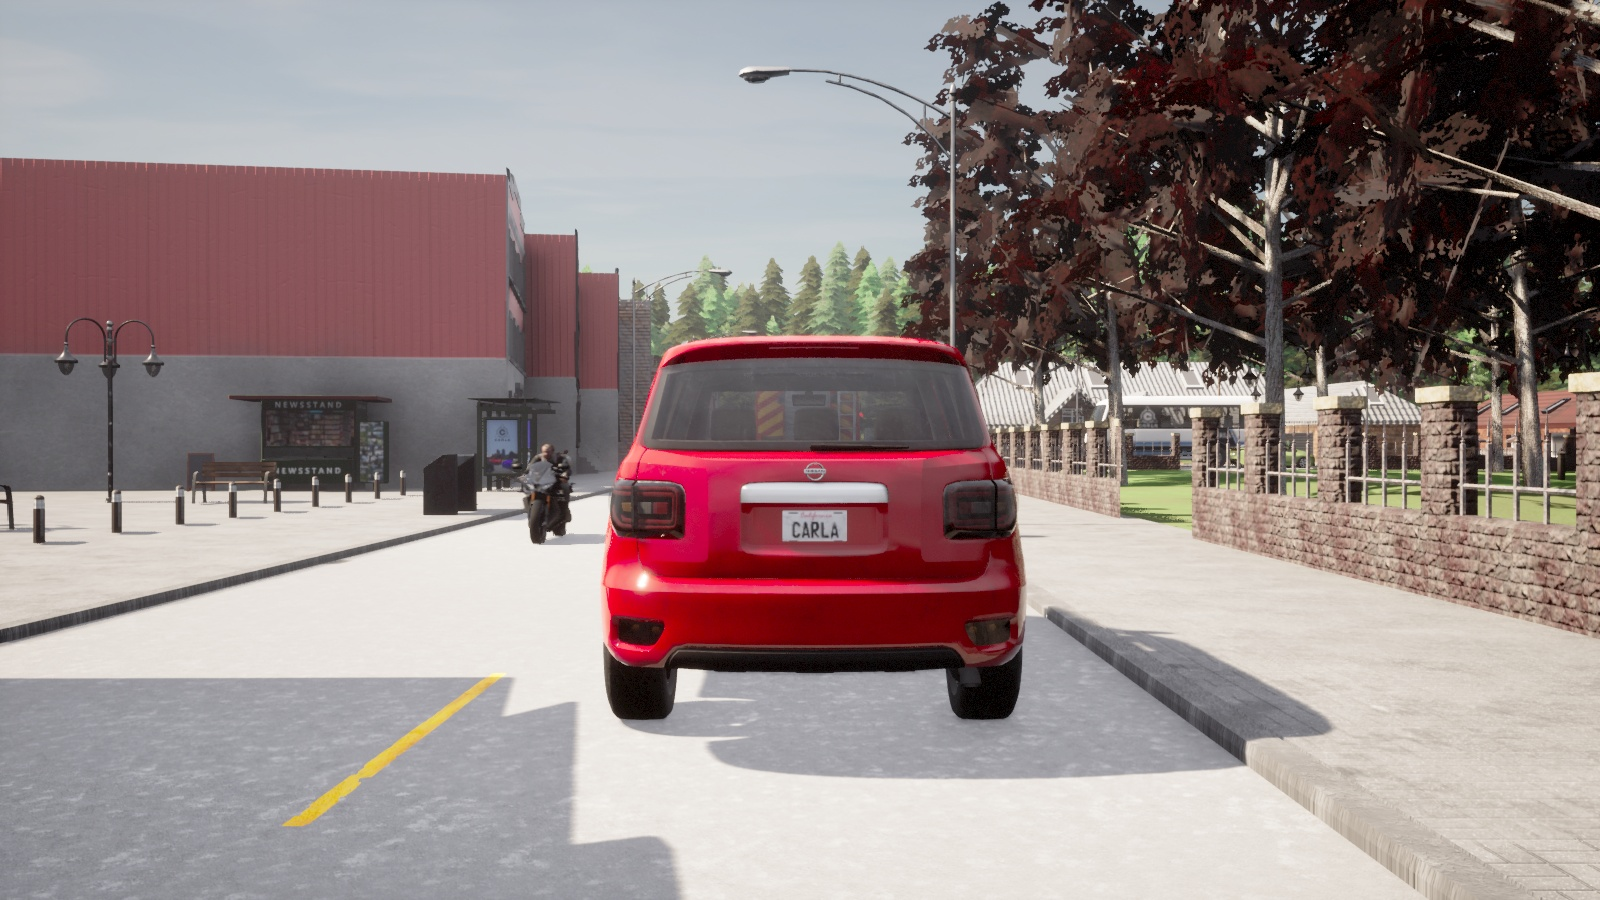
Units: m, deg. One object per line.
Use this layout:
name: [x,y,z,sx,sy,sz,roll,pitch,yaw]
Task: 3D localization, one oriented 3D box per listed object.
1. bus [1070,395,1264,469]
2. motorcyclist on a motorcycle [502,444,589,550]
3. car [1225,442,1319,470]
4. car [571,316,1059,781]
bus: [21.515,-1.031,74.190,10.273,4.253,3.944,0,0,0]
motorcyclist on a motorcycle: [-3.868,0.670,19.275,0.866,1.530,2.191,0,0,0]
car: [26.317,0.319,70.087,4.514,1.525,2.007,0,0,-1]
car: [0.065,0.419,8.312,2.150,2.045,5.566,0,0,0]
